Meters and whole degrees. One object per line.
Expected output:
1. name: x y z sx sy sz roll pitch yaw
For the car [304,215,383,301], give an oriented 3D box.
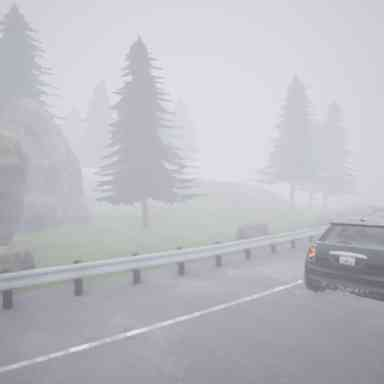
1. car: 4.650 1.370 7.947 4.553 1.767 2.097 0 0 -41
